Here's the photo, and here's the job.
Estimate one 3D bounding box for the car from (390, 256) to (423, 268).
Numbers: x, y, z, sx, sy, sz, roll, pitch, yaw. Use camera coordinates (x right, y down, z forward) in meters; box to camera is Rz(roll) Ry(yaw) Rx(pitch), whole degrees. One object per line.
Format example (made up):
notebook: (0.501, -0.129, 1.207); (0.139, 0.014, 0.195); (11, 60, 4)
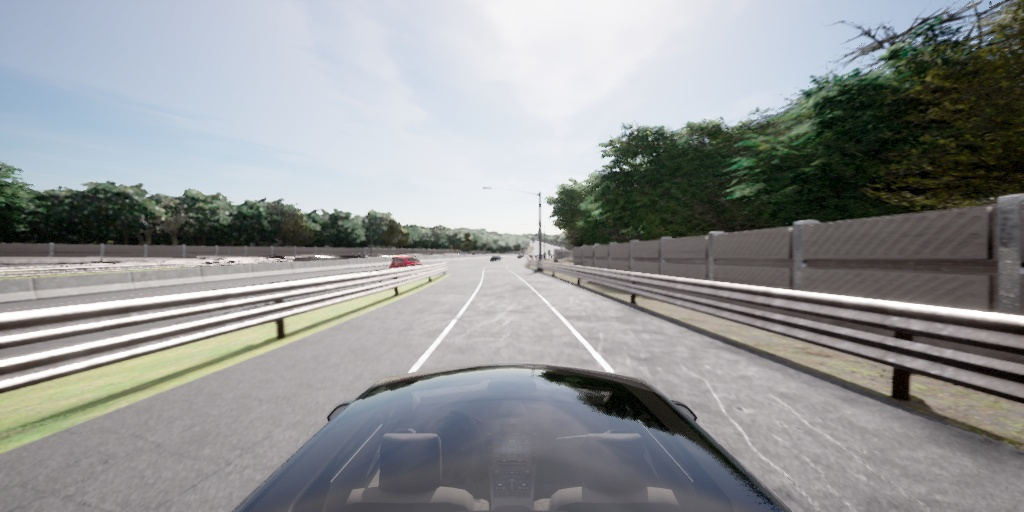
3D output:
car: (-13.051, 1.066, 44.958); (2.150, 2.045, 5.566); (0, 2, 12)
